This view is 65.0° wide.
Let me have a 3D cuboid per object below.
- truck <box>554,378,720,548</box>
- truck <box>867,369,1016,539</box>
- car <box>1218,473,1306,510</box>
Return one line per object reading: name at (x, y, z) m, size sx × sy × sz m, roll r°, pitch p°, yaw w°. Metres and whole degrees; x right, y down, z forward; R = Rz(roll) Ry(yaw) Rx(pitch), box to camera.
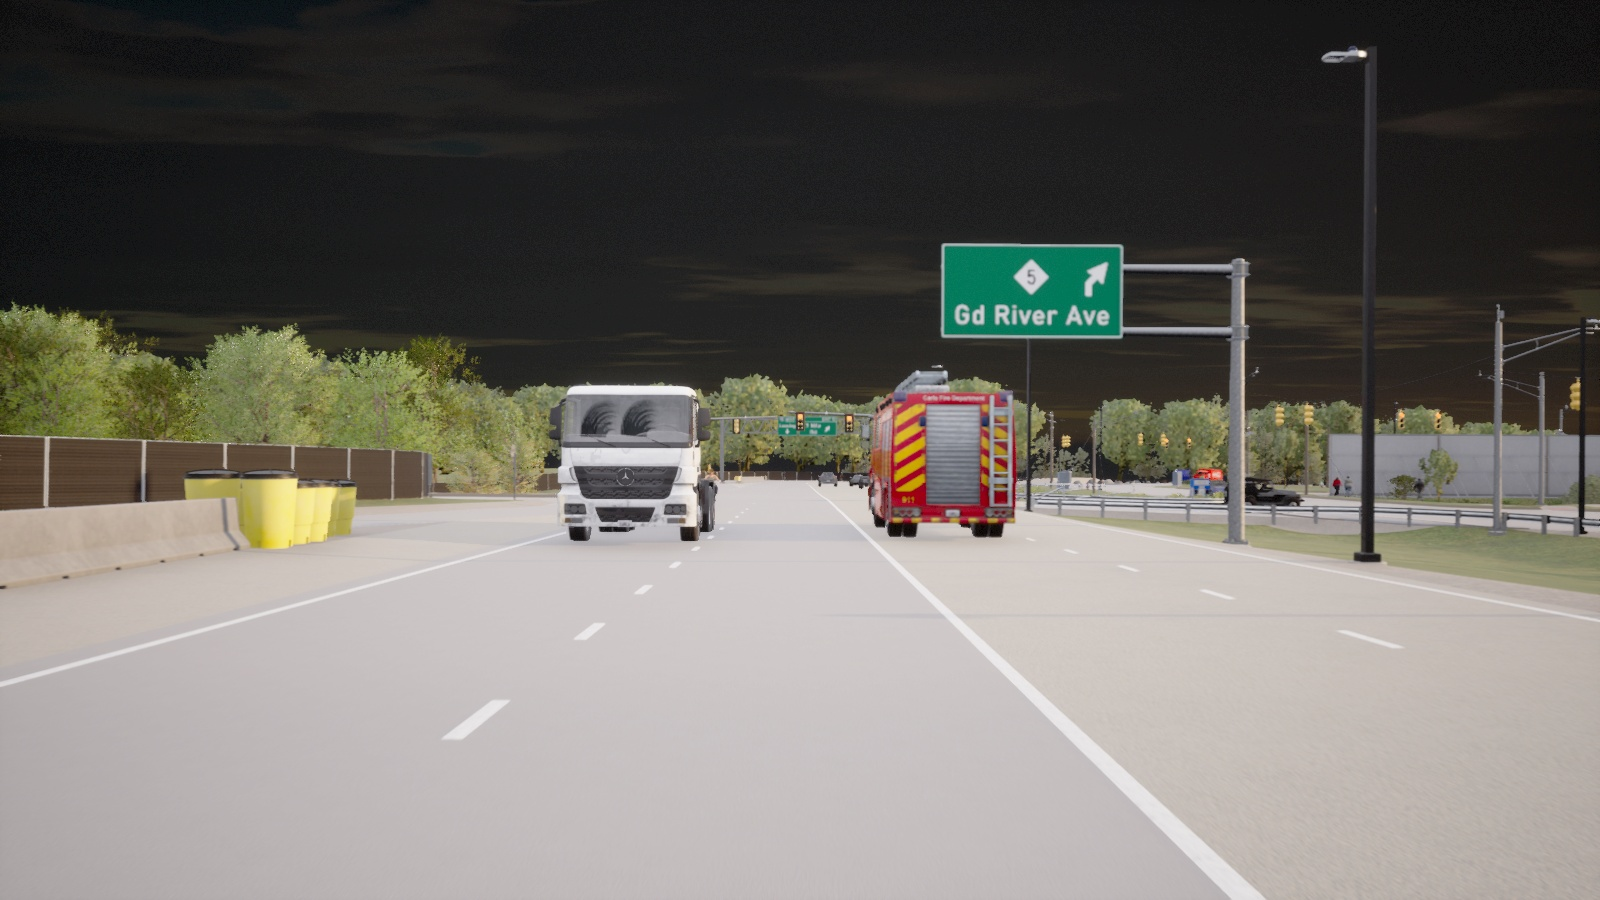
truck at (-3.572, 0.324, 29.539) m, size 2.891 × 3.462 × 7.936 m, roll 0°, pitch -1°, yaw 0°
truck at (3.420, 0.162, 32.604) m, size 2.891 × 3.827 × 8.468 m, roll 0°, pitch -1°, yaw 0°
car at (24.124, 2.142, 65.668) m, size 3.866 × 1.878 × 1.905 m, roll 0°, pitch -1°, yaw 0°
